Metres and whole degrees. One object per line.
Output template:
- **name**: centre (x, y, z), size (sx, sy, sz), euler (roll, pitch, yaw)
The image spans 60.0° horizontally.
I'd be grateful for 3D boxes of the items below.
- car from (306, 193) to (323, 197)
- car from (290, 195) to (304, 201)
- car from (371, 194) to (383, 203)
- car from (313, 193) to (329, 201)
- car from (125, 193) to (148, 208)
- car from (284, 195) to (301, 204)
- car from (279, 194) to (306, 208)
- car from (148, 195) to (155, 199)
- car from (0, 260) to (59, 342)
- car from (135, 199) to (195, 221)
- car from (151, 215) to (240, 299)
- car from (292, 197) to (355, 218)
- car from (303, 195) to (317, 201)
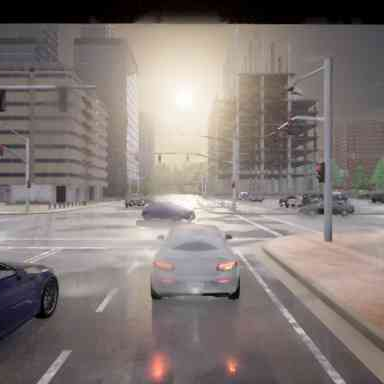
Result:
- **car**: centre (15.966, 1.156, 44.306), size (1.905, 1.878, 3.866), euler (0, 0, 0)
- **car**: centre (24.289, 1.395, 76.914), size (1.970, 1.475, 3.806), euler (0, 0, 0)
- **car**: centre (35.487, 1.153, 61.954), size (1.932, 1.855, 4.605), euler (0, 0, 0)
- **car**: centre (29.867, 1.153, 76.989), size (1.932, 1.855, 4.605), euler (0, 0, 0)
- **car**: centre (-8.101, 1.224, 47.510), size (2.150, 2.045, 5.566), euler (0, 0, 0)
- **car**: centre (18.591, 1.395, 61.785), size (1.970, 1.475, 3.806), euler (0, 0, 0)
- **car**: centre (13.071, 1.153, 44.347), size (1.932, 1.855, 4.605), euler (0, 0, 0)
- **car**: centre (-8.186, 1.352, 62.841), size (2.097, 1.767, 4.553), euler (0, 0, 0)
- **car**: centre (-3.441, 1.526, 4.429), size (1.812, 1.442, 4.674), euler (0, 0, 0)
- **car**: centre (-1.910, 1.526, 25.610), size (4.674, 1.442, 1.812), euler (0, 1, 37)
- **car**: centre (0.072, 1.526, 8.303), size (1.812, 1.442, 4.674), euler (0, 0, 0)
- **car**: centre (12.102, 1.491, 30.112), size (4.902, 1.511, 2.128), euler (0, 0, 0)
- **car**: centre (27.184, 1.364, 76.926), size (1.784, 1.438, 3.905), euler (0, 0, 0)
